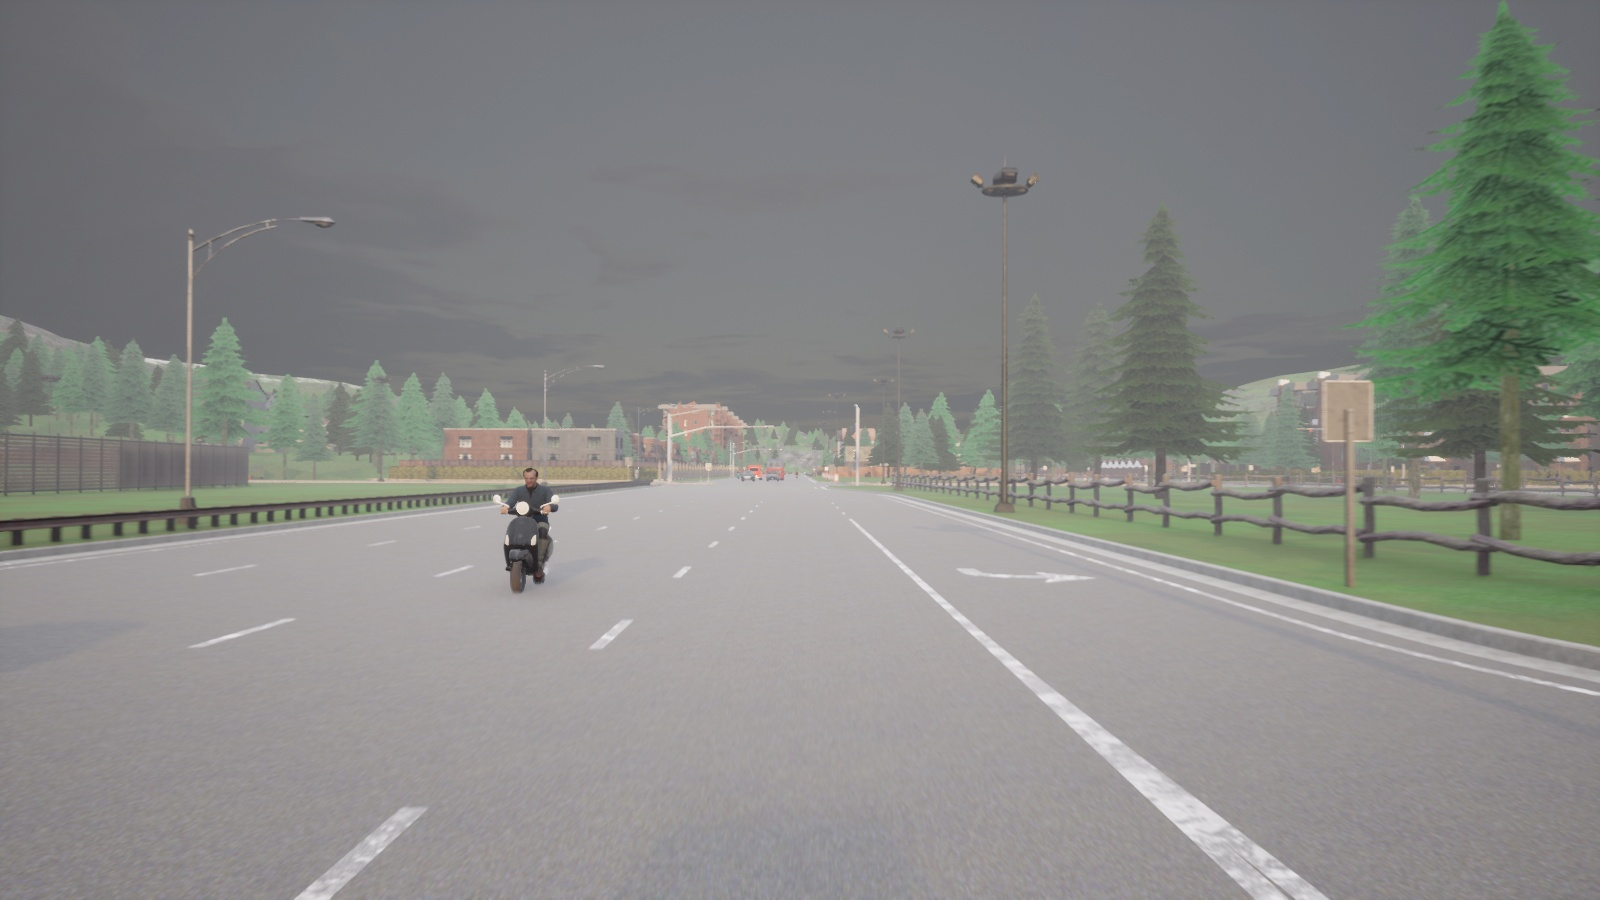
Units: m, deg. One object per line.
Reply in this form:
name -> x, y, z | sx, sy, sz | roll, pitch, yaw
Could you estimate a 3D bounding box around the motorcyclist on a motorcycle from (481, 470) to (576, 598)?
motorcyclist on a motorcycle -> -3.540, 1.058, 16.520 | 0.866, 1.590, 1.817 | 0, -1, 0
